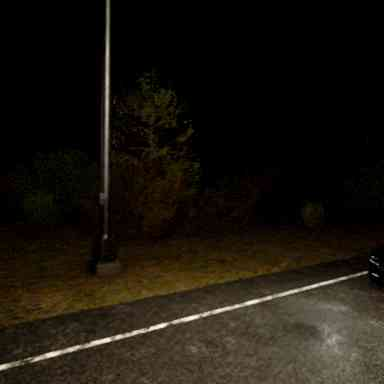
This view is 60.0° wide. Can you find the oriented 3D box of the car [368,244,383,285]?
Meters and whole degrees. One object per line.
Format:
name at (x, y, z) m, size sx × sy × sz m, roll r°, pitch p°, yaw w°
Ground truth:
car at (6.562, 1.587, 8.743) m, size 5.008 × 1.535 × 1.882 m, roll 1°, pitch 0°, yaw -36°
